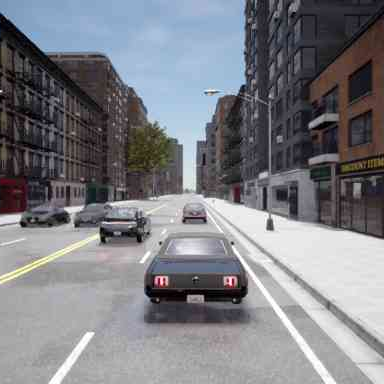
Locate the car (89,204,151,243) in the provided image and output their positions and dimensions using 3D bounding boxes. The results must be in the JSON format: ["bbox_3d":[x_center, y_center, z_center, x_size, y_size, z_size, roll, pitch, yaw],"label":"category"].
[{"bbox_3d":[-3.110,1.497,16.151,2.128,1.511,4.902,0,0,-1],"label":"car"}]

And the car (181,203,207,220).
[{"bbox_3d":[0.164,1.560,25.863,2.033,1.411,5.357,0,0,-1],"label":"car"}]

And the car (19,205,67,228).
[{"bbox_3d":[-9.802,1.574,22.439,1.994,1.385,4.181,0,0,0],"label":"car"}]

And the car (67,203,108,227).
[{"bbox_3d":[-6.553,1.515,22.802,1.837,1.490,4.892,0,0,0],"label":"car"}]

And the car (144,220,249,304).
[{"bbox_3d":[0.111,1.602,8.101,1.895,1.301,4.718,0,0,1],"label":"car"}]
